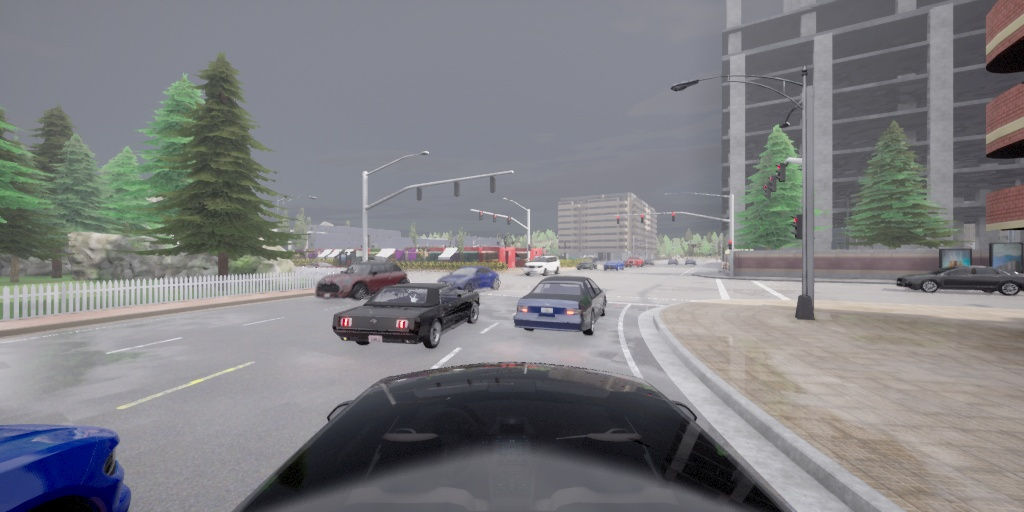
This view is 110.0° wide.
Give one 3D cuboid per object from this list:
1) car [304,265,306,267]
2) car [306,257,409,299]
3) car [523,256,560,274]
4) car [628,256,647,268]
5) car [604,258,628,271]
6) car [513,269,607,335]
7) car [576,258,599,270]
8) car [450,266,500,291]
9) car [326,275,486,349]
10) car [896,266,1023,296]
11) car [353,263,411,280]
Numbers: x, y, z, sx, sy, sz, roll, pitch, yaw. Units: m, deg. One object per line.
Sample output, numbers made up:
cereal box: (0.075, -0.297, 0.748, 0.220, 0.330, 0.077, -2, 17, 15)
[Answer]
car: (-20.102, 1.331, 37.834, 4.674, 1.442, 1.812, 0, 0, 30)
car: (-7.121, 1.102, 17.462, 2.097, 1.767, 4.553, 0, 0, 22)
car: (3.195, 1.003, 37.076, 2.150, 2.045, 5.566, 0, 1, 29)
car: (20.682, 0.971, 60.604, 2.150, 2.045, 5.566, 0, 0, 30)
car: (13.998, 1.227, 48.949, 1.882, 1.535, 5.008, 0, 0, 30)
car: (1.666, 1.297, 10.612, 2.033, 1.411, 5.357, 0, 0, 20)
car: (10.351, 1.313, 49.614, 1.994, 1.385, 4.181, 0, 0, 30)
car: (-2.292, 1.280, 19.950, 1.812, 1.442, 4.674, 0, 0, 27)
car: (-2.268, 1.351, 9.251, 1.895, 1.301, 4.718, 0, 0, 11)
car: (25.018, 1.310, 20.027, 4.892, 1.490, 1.837, 0, 0, 30)
car: (-12.063, 1.353, 33.165, 5.357, 1.411, 2.033, 0, 0, 31)
